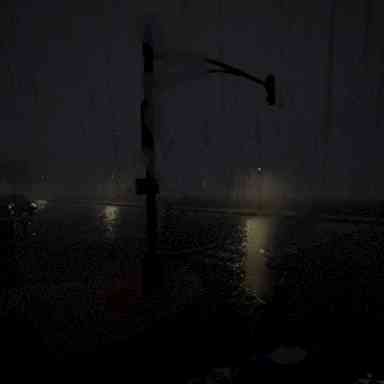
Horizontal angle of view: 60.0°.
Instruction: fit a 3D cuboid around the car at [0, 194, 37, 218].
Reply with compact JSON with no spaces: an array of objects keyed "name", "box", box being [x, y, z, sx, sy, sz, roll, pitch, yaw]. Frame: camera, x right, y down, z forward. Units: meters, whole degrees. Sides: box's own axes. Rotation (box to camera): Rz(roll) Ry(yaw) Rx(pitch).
[{"name":"car","box":[-13.962,0.986,26.011,4.553,1.767,2.097,1,2,43]}]
